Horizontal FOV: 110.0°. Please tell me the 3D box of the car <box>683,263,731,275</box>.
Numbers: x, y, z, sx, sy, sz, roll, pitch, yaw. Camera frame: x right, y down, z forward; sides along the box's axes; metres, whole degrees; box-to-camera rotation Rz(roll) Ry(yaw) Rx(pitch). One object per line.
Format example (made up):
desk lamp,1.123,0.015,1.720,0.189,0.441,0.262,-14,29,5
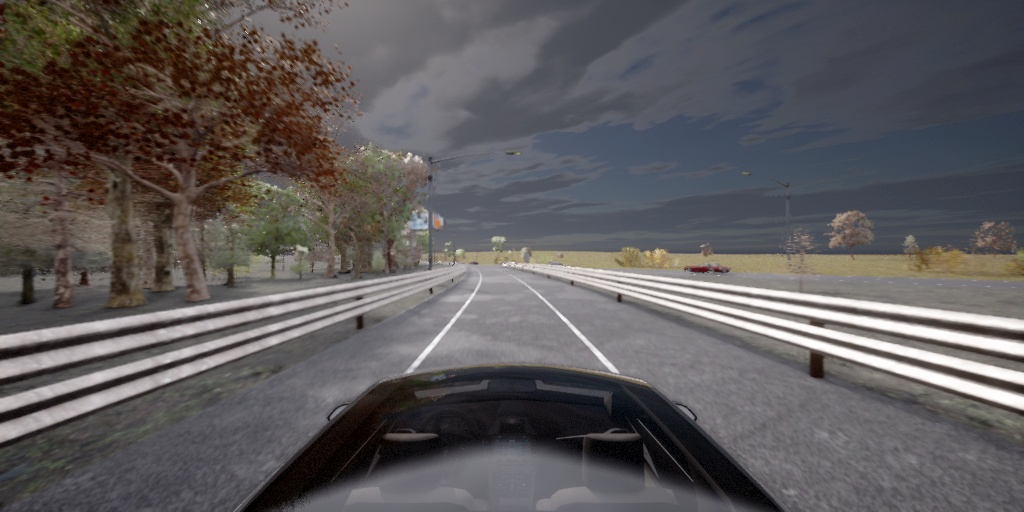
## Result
car,21.714,1.382,40.198,1.895,1.301,4.718,0,-1,-23
